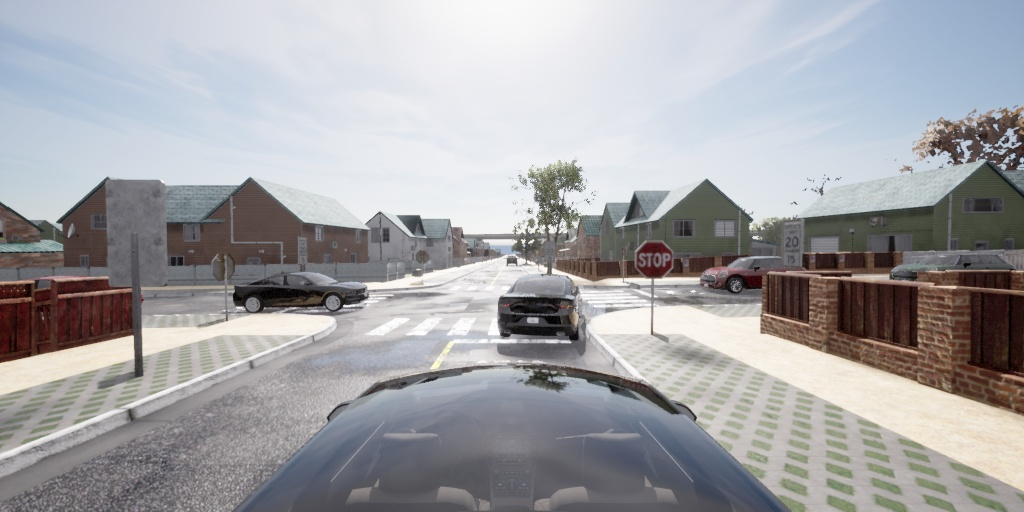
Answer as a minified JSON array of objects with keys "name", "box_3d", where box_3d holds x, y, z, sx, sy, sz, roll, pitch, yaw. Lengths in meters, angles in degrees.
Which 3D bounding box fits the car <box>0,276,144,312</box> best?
[{"name":"car","box_3d":[-18.020,1.546,14.542,5.008,1.535,1.882,-1,2,0]}]

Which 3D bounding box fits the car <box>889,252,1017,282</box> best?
[{"name":"car","box_3d":[21.702,0.645,17.757,4.553,1.767,2.097,-1,2,0]}]

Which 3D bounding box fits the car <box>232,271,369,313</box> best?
[{"name":"car","box_3d":[-8.468,1.376,14.604,5.008,1.535,1.882,-1,2,0]}]

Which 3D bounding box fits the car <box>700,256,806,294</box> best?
[{"name":"car","box_3d":[11.807,0.819,17.687,4.553,1.767,2.097,-1,2,0]}]

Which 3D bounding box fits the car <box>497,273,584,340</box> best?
[{"name":"car","box_3d":[0.958,1.224,10.077,1.882,1.535,5.008,0,0,12]}]
